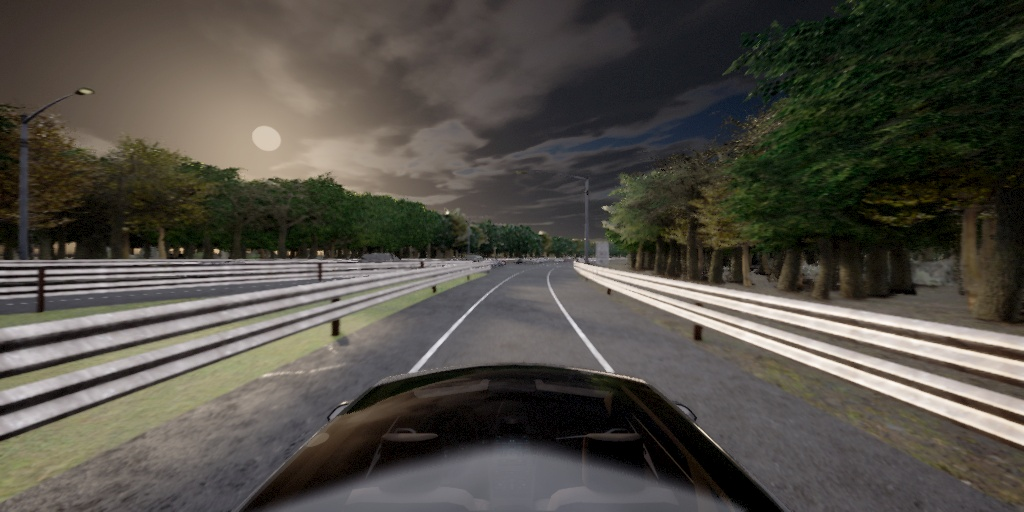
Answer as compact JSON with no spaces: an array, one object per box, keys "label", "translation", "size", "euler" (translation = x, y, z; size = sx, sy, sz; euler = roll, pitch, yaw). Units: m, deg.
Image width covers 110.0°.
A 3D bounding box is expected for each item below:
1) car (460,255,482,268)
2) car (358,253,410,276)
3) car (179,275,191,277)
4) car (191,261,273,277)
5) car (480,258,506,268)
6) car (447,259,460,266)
[{"label":"car","translation":[-6.106,0.891,60.678],"size":[2.150,2.045,5.566],"euler":[0,0,20]},{"label":"car","translation":[-12.038,0.789,34.149],"size":[2.150,2.045,5.566],"euler":[0,0,20]},{"label":"car","translation":[-22.043,1.084,27.136],"size":[1.895,1.301,4.718],"euler":[0,0,20]},{"label":"car","translation":[-19.105,1.064,24.974],"size":[1.994,1.385,4.181],"euler":[0,0,20]},{"label":"car","translation":[-2.820,1.238,59.475],"size":[2.033,1.411,5.357],"euler":[0,0,20]},{"label":"car","translation":[-9.418,1.199,61.821],"size":[1.994,1.385,4.181],"euler":[1,0,20]}]
